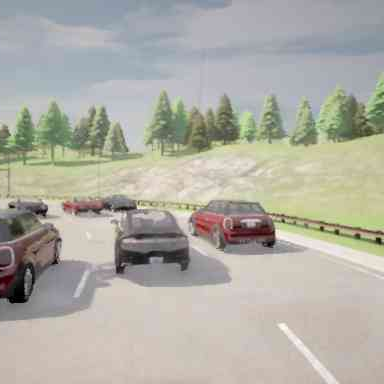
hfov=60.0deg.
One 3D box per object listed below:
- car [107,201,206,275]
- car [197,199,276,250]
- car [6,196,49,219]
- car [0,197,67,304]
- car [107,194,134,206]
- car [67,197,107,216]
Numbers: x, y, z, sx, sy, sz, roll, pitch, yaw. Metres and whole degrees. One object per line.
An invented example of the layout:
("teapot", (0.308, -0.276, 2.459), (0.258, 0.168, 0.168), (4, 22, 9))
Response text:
("car", (-1.316, 1.252, 9.770), (2.128, 1.511, 4.902), (0, 1, -13))
("car", (1.368, 1.040, 13.045), (2.097, 1.767, 4.553), (0, 2, -16))
("car", (-11.637, 1.017, 23.410), (1.895, 1.301, 4.718), (-1, 2, -36))
("car", (-4.417, 1.158, 7.608), (2.097, 1.767, 4.553), (0, 1, -12))
("car", (-6.334, 0.884, 27.826), (1.994, 1.385, 4.181), (-1, 2, -37))
("car", (-8.312, 0.990, 24.777), (1.895, 1.301, 4.718), (-1, 2, -35))
